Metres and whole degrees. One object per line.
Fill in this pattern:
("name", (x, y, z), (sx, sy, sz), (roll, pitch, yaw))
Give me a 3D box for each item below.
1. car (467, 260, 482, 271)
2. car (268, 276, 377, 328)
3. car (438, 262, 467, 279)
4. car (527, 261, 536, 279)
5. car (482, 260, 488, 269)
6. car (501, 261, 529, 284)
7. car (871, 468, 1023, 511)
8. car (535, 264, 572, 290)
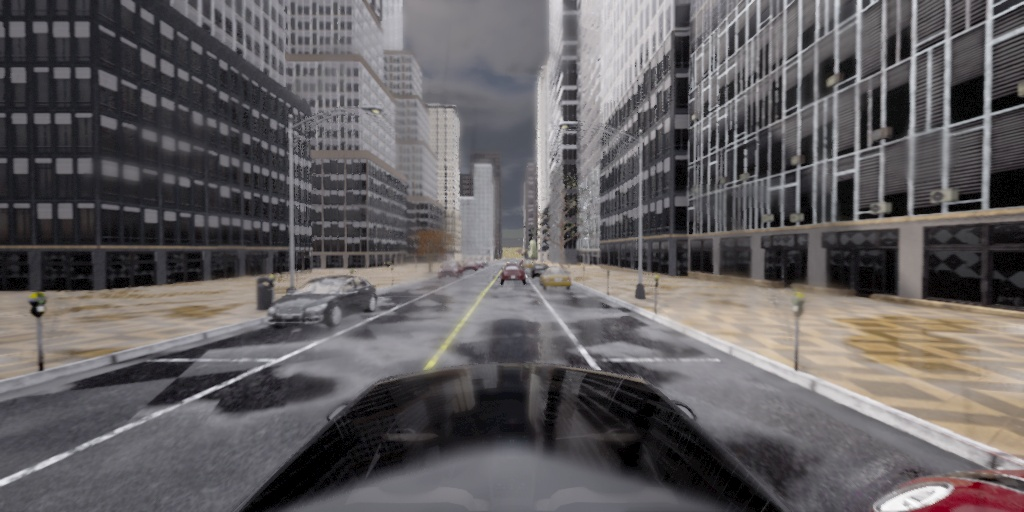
("car", (-5.705, 1.421, 50.729), (1.888, 1.381, 4.507), (0, 0, 0))
("car", (-5.691, 1.324, 11.354), (2.007, 1.370, 4.403), (0, 0, 0))
("car", (-5.699, 1.269, 33.854), (1.967, 1.591, 4.097), (0, 0, 0))
("car", (2.682, 1.392, 33.857), (1.948, 1.339, 4.313), (0, 0, 0))
("car", (-5.709, 1.492, 61.978), (1.802, 1.307, 4.207), (0, 0, 0))
("car", (0.093, 1.337, 27.852), (1.812, 1.442, 4.674), (0, 0, 0))
("car", (2.694, 1.186, 0.108), (1.967, 1.591, 4.097), (0, 0, 0))
("car", (2.686, 1.323, 22.778), (1.751, 1.417, 4.829), (0, 0, 0))
